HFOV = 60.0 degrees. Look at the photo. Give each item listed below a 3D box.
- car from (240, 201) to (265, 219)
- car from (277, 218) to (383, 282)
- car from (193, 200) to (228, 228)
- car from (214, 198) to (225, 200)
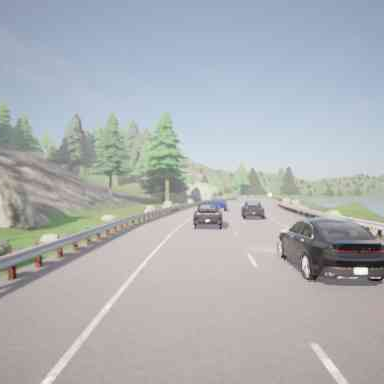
[{"bbox_3d":[5.374,1.545,29.812,2.128,1.511,4.902,0,0,6],"label":"car"},{"bbox_3d":[3.862,1.526,9.858,1.837,1.490,4.892,0,0,2],"label":"car"},{"bbox_3d":[1.131,1.528,22.340,2.128,1.511,4.902,0,0,5],"label":"car"},{"bbox_3d":[3.409,1.546,41.569,1.882,1.535,5.008,0,0,9],"label":"car"}]
